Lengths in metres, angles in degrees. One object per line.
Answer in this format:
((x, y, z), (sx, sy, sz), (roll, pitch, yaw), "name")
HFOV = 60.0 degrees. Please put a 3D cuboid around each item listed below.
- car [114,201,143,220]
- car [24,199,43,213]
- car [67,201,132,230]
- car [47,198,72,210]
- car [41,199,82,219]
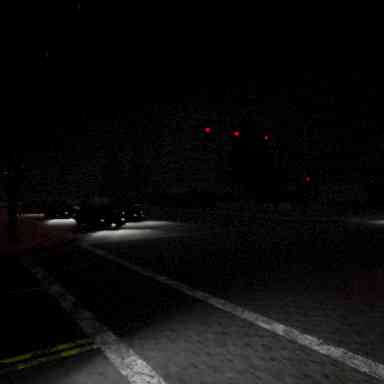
((-5.704, 1.520, 27.093), (1.837, 1.490, 4.892), (0, 0, -36), "car")
((-17.630, 1.488, 37.689), (1.882, 1.535, 5.008), (0, 0, -36), "car")
((-6.184, 1.558, 21.782), (2.033, 1.411, 5.357), (0, 0, -36), "car")
((-17.225, 1.579, 43.132), (1.994, 1.385, 4.181), (0, 0, -36), "car")
((-11.587, 1.574, 29.275), (1.994, 1.385, 4.181), (0, 0, -36), "car")
